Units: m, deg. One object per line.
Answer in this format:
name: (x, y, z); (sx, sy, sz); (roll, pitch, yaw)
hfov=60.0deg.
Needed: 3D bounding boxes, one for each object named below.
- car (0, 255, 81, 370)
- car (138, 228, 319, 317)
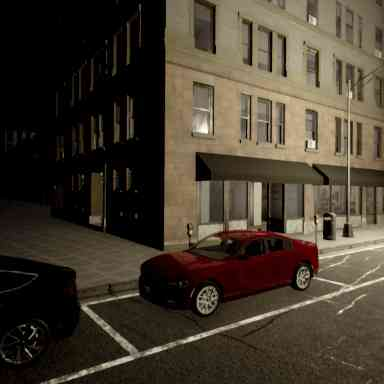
car: (-3.635, 1.566, 4.166); (4.313, 1.339, 1.947); (0, 1, -35)
car: (0.987, 1.545, 7.455); (4.507, 1.381, 1.887); (0, 1, -35)
